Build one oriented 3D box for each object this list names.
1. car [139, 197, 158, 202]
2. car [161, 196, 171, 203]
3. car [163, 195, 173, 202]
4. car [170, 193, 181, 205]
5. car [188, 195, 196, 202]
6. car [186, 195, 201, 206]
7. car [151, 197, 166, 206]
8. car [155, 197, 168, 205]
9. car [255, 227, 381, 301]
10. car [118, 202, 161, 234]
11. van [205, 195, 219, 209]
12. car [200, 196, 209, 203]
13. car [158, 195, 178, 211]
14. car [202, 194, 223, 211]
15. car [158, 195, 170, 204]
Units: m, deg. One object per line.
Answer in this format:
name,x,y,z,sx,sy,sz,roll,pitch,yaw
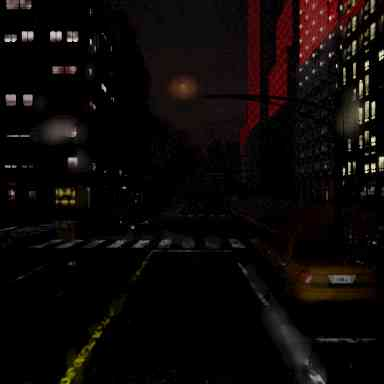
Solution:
car,-5.697,1.567,40.500,2.008,1.369,4.403,0,0,0
car,-5.700,1.647,73.660,1.802,1.307,4.206,0,0,0
car,-5.701,1.516,79.187,1.967,1.590,4.097,0,0,0
car,-3.089,1.259,59.503,2.150,2.045,5.566,0,0,0
car,-0.006,1.577,80.075,1.837,1.490,4.892,0,0,0
car,0.097,1.559,54.942,1.812,1.442,4.674,0,0,0
car,-5.699,1.588,57.080,2.008,1.369,4.403,0,0,0
car,-5.699,1.591,62.606,1.887,1.381,4.507,0,0,0
car,2.685,1.526,8.258,1.752,1.417,4.829,0,0,0
car,-3.112,1.578,19.769,1.812,1.442,4.674,0,0,0
van,2.681,1.363,46.027,1.690,1.788,3.998,0,0,0
car,2.680,1.610,73.661,1.887,1.381,4.507,0,0,0
car,-3.104,1.495,41.305,1.882,1.535,5.008,0,0,0
car,2.682,1.331,40.501,2.192,1.841,5.009,0,0,0
car,-5.700,1.496,68.134,1.967,1.590,4.097,0,0,0
